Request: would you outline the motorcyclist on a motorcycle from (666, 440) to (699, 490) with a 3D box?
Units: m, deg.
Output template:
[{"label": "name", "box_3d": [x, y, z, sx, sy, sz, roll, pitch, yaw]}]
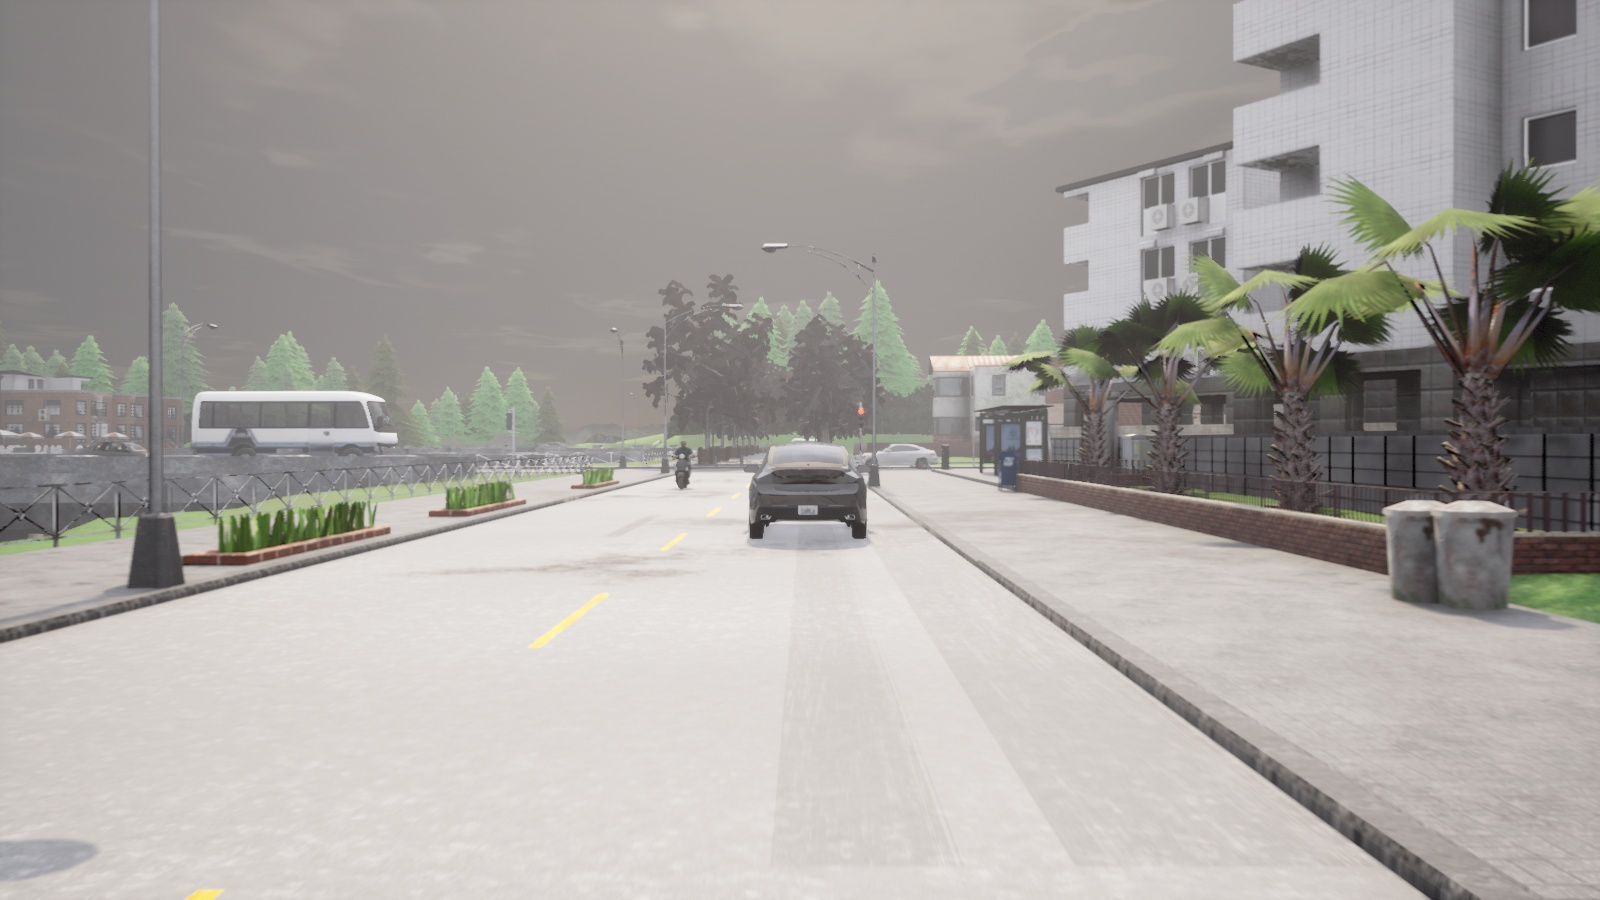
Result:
[{"label": "motorcyclist on a motorcycle", "box_3d": [-3.767, 0.470, 40.351, 0.866, 1.590, 1.817, 0, 0, 0]}]

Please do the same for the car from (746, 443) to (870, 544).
[{"label": "car", "box_3d": [0.131, 0.633, 21.105, 1.837, 1.490, 4.892, 0, 0, 0]}]

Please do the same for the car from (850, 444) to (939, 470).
[{"label": "car", "box_3d": [5.234, 0.384, 69.765, 4.674, 1.442, 1.812, 0, 0, -9]}]

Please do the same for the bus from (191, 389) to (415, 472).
[{"label": "bus", "box_3d": [-26.131, -1.025, 66.446, 10.273, 4.253, 3.944, 0, 0, 2]}]

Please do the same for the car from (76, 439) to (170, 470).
[{"label": "car", "box_3d": [-35.825, 0.241, 66.471, 3.988, 1.617, 1.851, 0, 0, 2]}]
